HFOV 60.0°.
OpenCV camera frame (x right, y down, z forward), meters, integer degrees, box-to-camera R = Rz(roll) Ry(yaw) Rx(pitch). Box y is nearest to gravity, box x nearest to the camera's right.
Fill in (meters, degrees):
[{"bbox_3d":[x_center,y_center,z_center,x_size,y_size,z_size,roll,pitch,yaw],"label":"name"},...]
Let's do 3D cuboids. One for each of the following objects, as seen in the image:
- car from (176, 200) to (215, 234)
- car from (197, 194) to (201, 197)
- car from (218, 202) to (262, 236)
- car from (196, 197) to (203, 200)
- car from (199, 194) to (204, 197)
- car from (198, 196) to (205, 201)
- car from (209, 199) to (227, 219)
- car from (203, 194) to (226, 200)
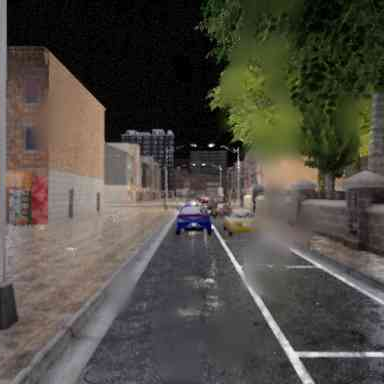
[{"bbox_3d":[0.093,1.475,19.091,1.882,1.535,5.008,0,0,0],"label":"car"},{"bbox_3d":[2.623,1.652,77.178,1.887,1.381,4.507,0,0,0],"label":"car"},{"bbox_3d":[2.641,1.522,18.258,1.752,1.417,4.829,1,0,0],"label":"car"},{"bbox_3d":[0.090,1.557,35.143,2.033,1.411,5.357,0,0,0],"label":"car"},{"bbox_3d":[2.628,1.604,60.867,1.887,1.381,4.507,1,0,0],"label":"car"},{"bbox_3d":[2.618,1.749,93.490,1.802,1.307,4.206,0,0,0],"label":"car"},{"bbox_3d":[2.637,1.585,28.987,1.802,1.307,4.206,1,0,0],"label":"car"},{"bbox_3d":[2.639,1.324,34.437,2.192,1.841,5.009,1,0,0],"label":"car"}]
